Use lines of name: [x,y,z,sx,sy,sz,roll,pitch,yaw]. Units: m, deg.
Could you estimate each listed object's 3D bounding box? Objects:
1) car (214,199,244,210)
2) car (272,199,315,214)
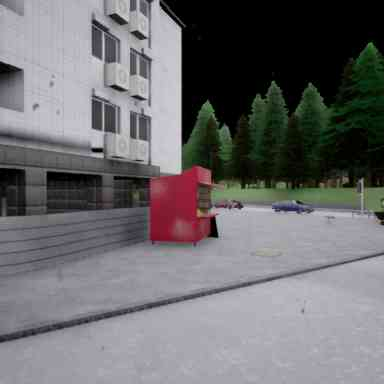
car: [4.805,1.564,43.637,1.994,1.385,4.181,0,0,-35]
car: [10.702,1.525,35.384,1.812,1.442,4.674,0,0,-36]
